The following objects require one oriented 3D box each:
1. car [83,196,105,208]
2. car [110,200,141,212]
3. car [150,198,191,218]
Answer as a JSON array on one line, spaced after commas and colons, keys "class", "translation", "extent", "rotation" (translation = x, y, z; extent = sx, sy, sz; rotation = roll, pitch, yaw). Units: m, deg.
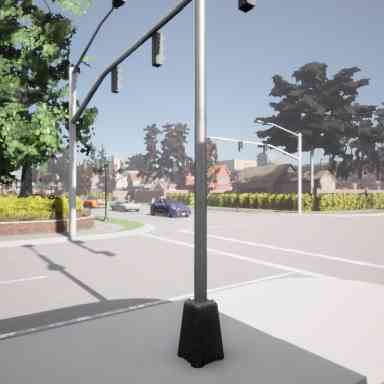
[{"class": "car", "translation": [-13.672, 1.352, 46.885], "extent": [2.097, 1.767, 4.553], "rotation": [0, 0, -36]}, {"class": "car", "translation": [-7.785, 1.601, 38.743], "extent": [1.895, 1.301, 4.718], "rotation": [0, 0, -36]}, {"class": "car", "translation": [-2.045, 1.352, 30.804], "extent": [2.097, 1.767, 4.553], "rotation": [0, 0, -36]}]
